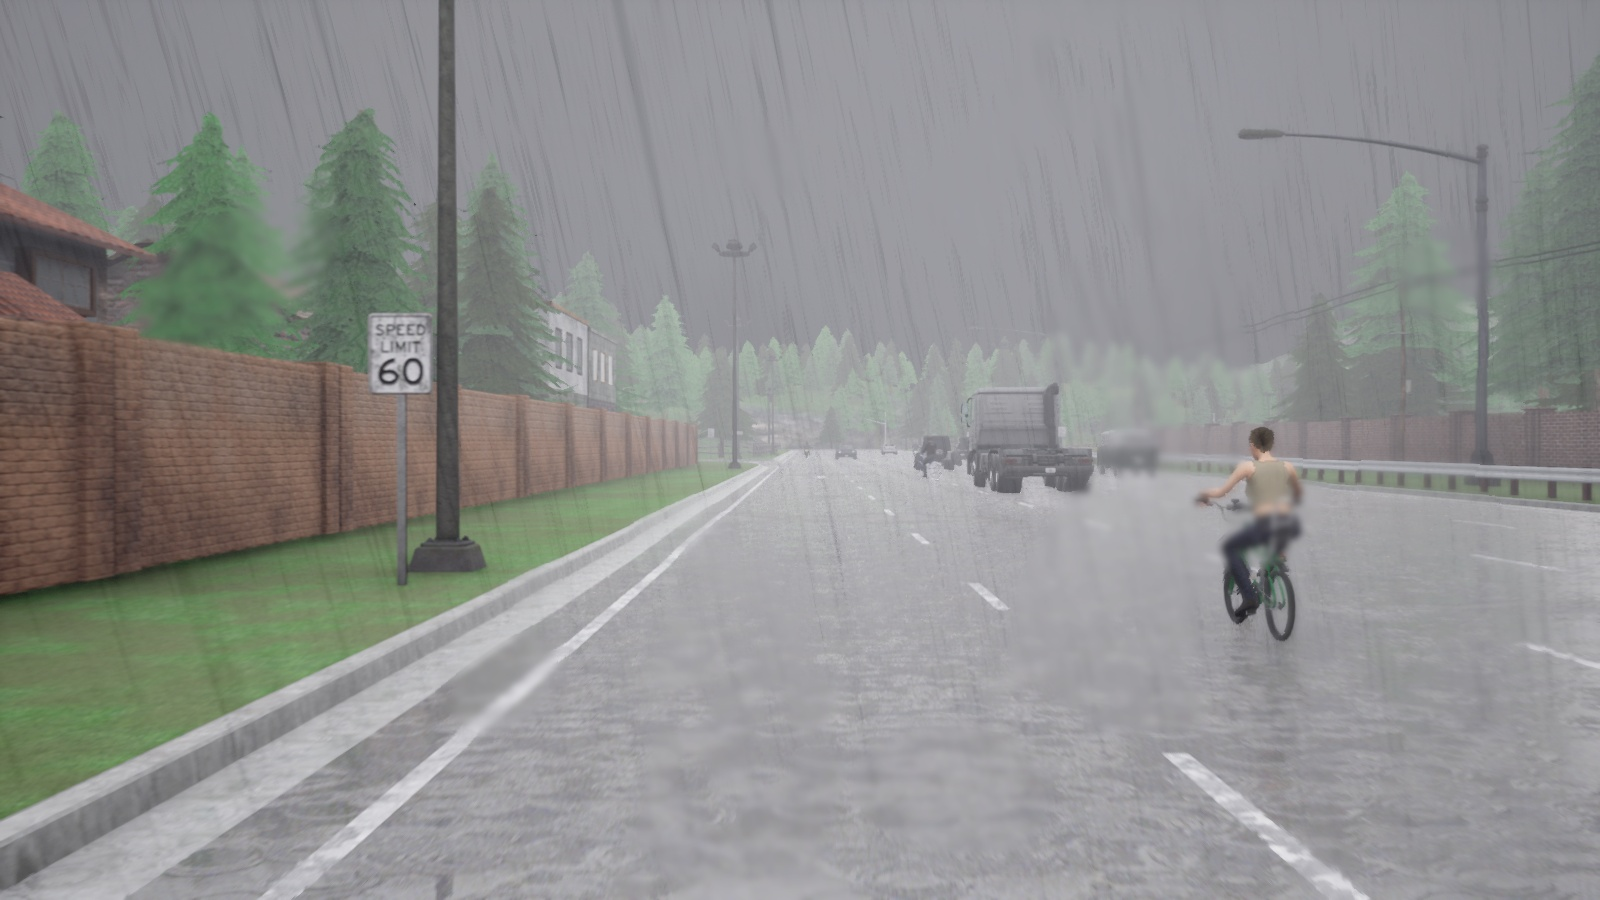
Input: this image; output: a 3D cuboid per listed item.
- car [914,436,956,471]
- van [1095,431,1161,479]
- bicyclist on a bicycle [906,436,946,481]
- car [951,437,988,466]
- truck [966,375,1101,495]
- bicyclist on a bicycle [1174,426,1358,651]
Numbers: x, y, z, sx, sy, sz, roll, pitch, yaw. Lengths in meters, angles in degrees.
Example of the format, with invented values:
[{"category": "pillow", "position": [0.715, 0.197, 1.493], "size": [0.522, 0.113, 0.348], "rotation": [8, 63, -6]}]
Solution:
[{"category": "car", "position": [7.387, 0.161, 68.944], "size": [1.905, 1.878, 3.866], "rotation": [0, 0, 0]}, {"category": "van", "position": [14.312, 0.202, 55.001], "size": [1.775, 1.987, 4.442], "rotation": [0, 0, 0]}, {"category": "bicyclist on a bicycle", "position": [5.143, 0.333, 51.407], "size": [0.659, 1.776, 1.843], "rotation": [0, 0, -30]}, {"category": "car", "position": [10.955, 0.094, 81.566], "size": [1.905, 1.878, 3.866], "rotation": [0, 0, 0]}, {"category": "truck", "position": [7.230, -0.455, 40.072], "size": [2.891, 3.462, 7.936], "rotation": [0, 0, 0]}, {"category": "bicyclist on a bicycle", "position": [3.570, 0.631, 9.773], "size": [0.866, 1.612, 1.509], "rotation": [0, 0, 0]}]
